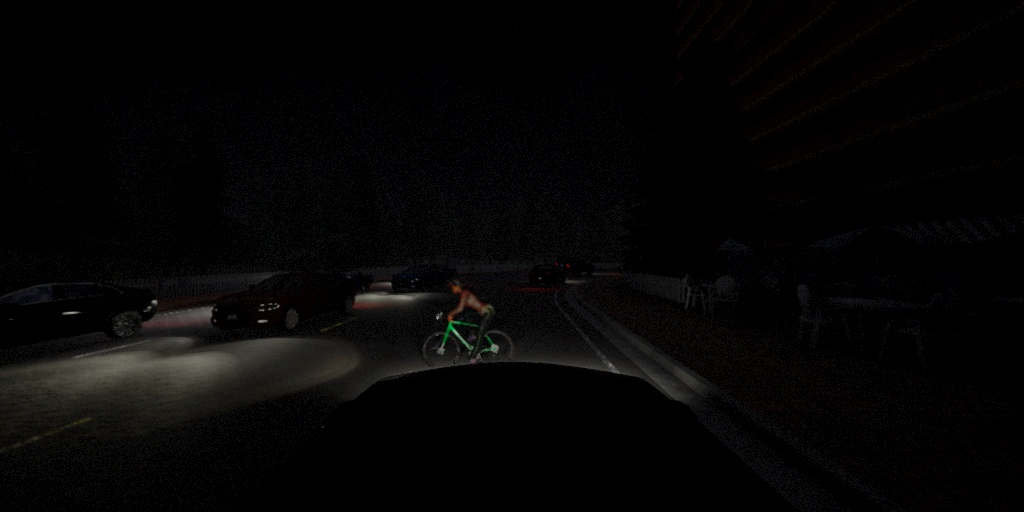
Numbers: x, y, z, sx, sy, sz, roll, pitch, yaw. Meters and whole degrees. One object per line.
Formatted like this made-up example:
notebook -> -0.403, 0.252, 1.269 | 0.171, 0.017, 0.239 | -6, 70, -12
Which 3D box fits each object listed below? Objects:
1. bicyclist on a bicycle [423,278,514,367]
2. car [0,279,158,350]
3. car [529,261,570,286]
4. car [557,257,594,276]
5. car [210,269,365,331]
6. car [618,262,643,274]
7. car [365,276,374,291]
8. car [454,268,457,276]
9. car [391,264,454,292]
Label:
bicyclist on a bicycle -> -0.803, 1.220, 6.425 | 1.656, 1.620, 0.582 | -2, 0, 1
car -> -10.453, 1.264, 7.510 | 2.128, 1.511, 4.902 | 0, 0, 2
car -> 2.684, 1.329, 26.265 | 1.882, 1.535, 5.008 | 0, 0, 19
car -> 6.930, 1.129, 39.639 | 2.150, 2.045, 5.566 | 0, 0, 40
car -> -6.837, 1.266, 11.390 | 1.882, 1.535, 5.008 | 0, -1, 2
car -> 15.144, 1.397, 42.388 | 5.008, 1.535, 1.882 | 0, 0, -36
car -> -9.700, 1.424, 19.888 | 1.895, 1.301, 4.718 | 0, 0, 7
car -> -6.777, 1.417, 31.131 | 2.033, 1.411, 5.357 | 0, 0, 22
car -> -5.694, 1.313, 22.629 | 1.882, 1.535, 5.008 | 0, 0, 13
